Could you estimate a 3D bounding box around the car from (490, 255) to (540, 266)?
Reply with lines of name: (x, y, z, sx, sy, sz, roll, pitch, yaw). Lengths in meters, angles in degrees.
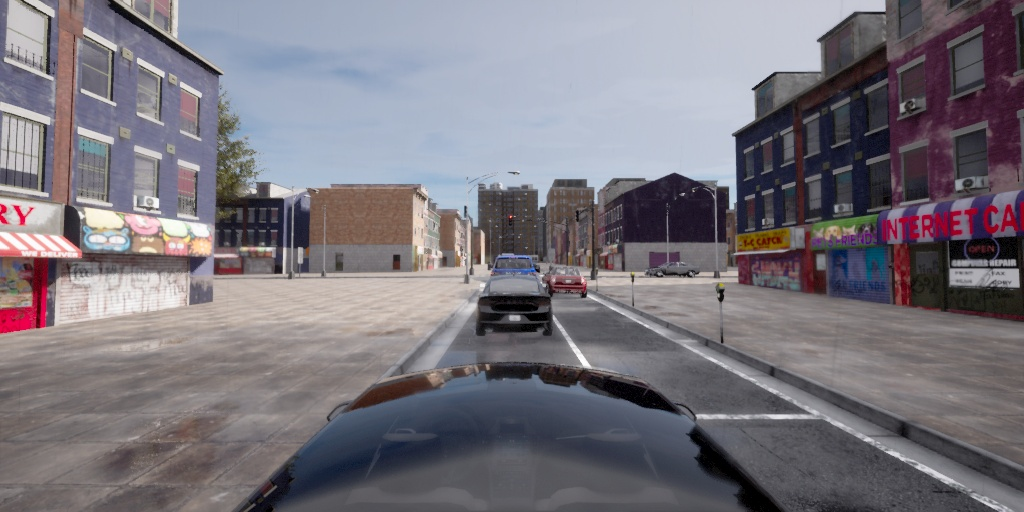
car: (0.067, 0.993, 18.001, 2.150, 2.045, 5.566, 0, 0, 0)

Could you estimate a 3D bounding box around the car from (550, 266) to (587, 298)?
car: (2.615, 1.211, 18.689, 1.967, 1.591, 4.097, 0, 0, 0)

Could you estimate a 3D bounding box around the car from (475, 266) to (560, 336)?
car: (0.036, 1.235, 10.469, 1.882, 1.535, 5.008, 0, 0, -1)

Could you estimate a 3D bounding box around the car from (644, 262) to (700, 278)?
car: (14.948, 1.316, 33.533, 4.902, 1.511, 2.128, 0, -2, 0)
